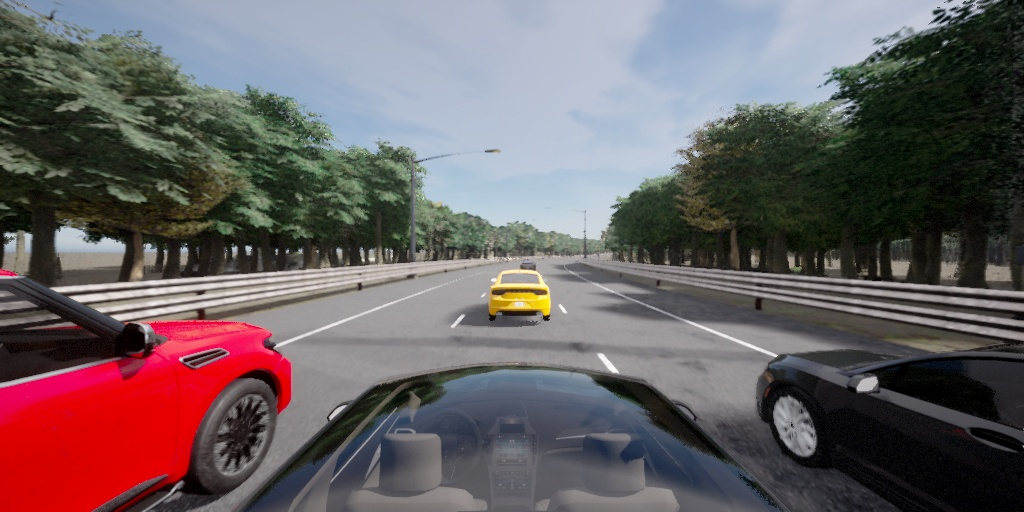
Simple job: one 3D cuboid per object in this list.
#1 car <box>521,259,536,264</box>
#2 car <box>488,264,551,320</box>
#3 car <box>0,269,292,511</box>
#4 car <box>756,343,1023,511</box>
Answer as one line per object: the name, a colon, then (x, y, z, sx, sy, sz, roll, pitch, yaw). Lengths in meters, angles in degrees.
car: (2.025, 1.162, 44.081, 2.128, 1.511, 4.902, 0, 0, 5)
car: (0.267, 1.221, 12.672, 1.882, 1.535, 5.008, 0, 0, 1)
car: (-3.380, 0.969, 1.371, 2.150, 2.045, 5.566, 0, 0, 0)
car: (3.626, 1.258, 1.995, 1.837, 1.490, 4.892, 0, 0, 0)
